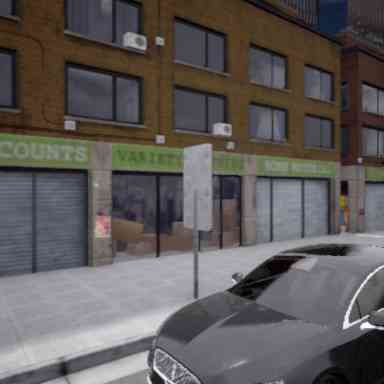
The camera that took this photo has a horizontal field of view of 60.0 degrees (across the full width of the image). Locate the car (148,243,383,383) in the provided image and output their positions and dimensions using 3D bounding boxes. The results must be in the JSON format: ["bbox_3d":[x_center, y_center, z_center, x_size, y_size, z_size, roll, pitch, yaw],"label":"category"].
[{"bbox_3d":[1.798,1.508,4.308,4.892,1.490,1.837,0,0,-35],"label":"car"}]
